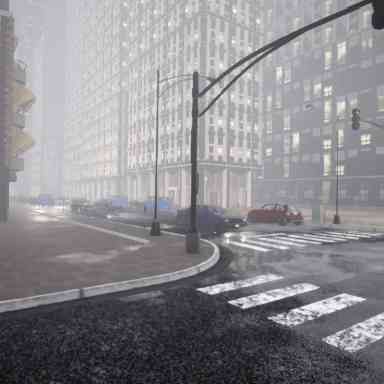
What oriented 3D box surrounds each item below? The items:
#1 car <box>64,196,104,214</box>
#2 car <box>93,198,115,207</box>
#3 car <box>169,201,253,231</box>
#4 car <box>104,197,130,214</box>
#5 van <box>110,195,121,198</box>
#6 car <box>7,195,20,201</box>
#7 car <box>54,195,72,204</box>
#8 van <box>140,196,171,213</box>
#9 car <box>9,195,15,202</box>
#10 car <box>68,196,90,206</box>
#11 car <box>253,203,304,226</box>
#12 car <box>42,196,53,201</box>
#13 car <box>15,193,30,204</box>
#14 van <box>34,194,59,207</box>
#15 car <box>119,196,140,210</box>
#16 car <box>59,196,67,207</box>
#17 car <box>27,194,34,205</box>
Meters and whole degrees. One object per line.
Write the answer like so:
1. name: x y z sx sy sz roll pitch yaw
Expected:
1. car: -10.772 1.427 32.935 2.008 1.369 4.403 1 -1 -35
2. car: -13.679 1.586 51.614 1.947 1.339 4.313 1 -1 -35
3. car: 0.996 1.498 20.729 2.033 1.411 5.357 1 -1 -35
4. car: -8.563 1.528 34.299 1.895 1.301 4.718 1 -1 -35
5. van: -10.422 1.368 46.998 1.690 1.788 3.998 1 -1 -35
6. car: -40.043 1.378 74.499 2.008 1.369 4.403 1 -1 -35
7. car: -24.015 1.434 61.795 1.882 1.535 5.008 1 -1 -35
8. van: -3.918 1.382 37.761 1.690 1.788 3.998 1 -1 -35
9. car: -36.791 1.397 69.881 1.947 1.339 4.313 1 -1 -35
10. car: -18.233 1.457 53.584 2.128 1.511 4.902 1 -1 -35
11. car: 5.838 1.505 23.906 1.967 1.590 4.097 1 -1 -35
12. car: -36.446 1.570 83.941 1.802 1.307 4.206 1 -1 -35
13. car: -30.282 1.155 60.647 2.192 1.841 5.009 1 -1 -35
14. van: -20.525 1.197 46.792 1.690 1.788 3.998 1 -1 -35
15. car: -7.174 1.584 42.378 2.008 1.369 4.403 1 -1 -35
16. car: -19.303 1.438 49.715 1.812 1.442 4.674 1 -1 -35
17. car: -23.782 1.432 51.408 1.802 1.307 4.206 1 -1 -35
